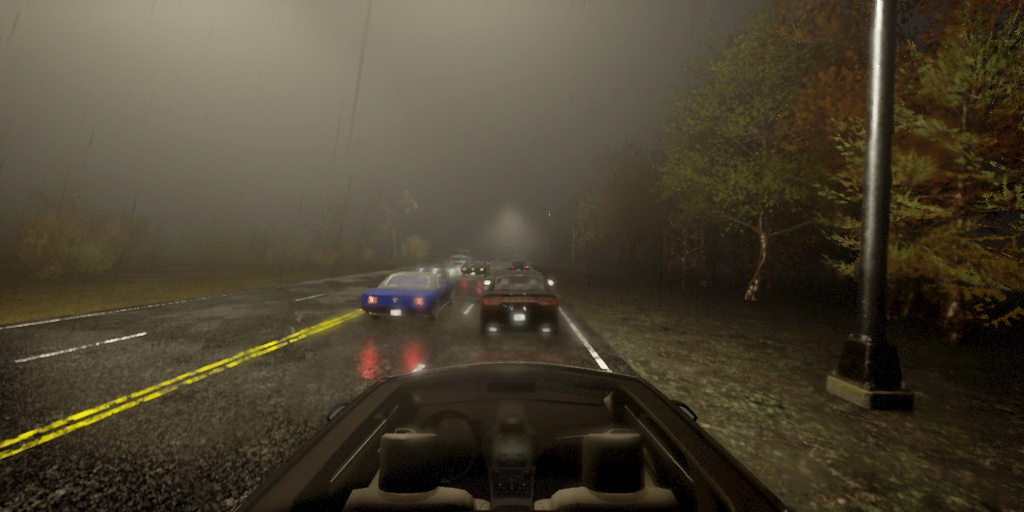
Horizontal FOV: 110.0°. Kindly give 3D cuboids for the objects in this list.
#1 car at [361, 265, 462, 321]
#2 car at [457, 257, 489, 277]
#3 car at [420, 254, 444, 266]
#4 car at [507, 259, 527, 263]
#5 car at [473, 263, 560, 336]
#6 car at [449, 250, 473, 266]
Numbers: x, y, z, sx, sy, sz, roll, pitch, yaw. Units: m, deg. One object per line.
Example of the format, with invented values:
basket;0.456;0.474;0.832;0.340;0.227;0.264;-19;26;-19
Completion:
car;-3.012;1.167;11.571;1.895;1.301;4.718;2;1;0
car;-2.760;0.976;28.274;1.895;1.301;4.718;2;1;1
car;-9.202;0.520;41.497;1.837;1.490;4.892;2;1;1
car;0.537;0.964;30.606;1.812;1.442;4.674;1;1;0
car;0.205;1.138;10.159;1.882;1.535;5.008;0;1;1
car;-5.927;0.323;42.465;2.150;2.045;5.566;2;1;1
